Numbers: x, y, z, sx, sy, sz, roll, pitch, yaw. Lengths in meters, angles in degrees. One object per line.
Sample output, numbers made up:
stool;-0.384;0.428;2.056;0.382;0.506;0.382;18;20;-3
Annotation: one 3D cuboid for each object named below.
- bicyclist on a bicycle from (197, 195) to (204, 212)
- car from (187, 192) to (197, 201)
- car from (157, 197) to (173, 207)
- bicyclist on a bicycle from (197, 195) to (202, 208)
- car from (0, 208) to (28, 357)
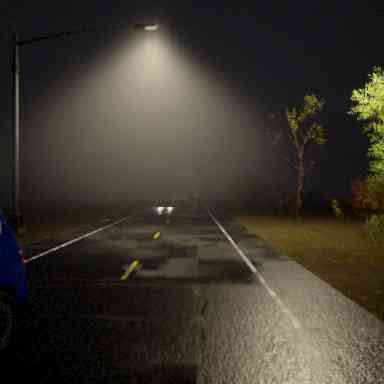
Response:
bicyclist on a bicycle;0.962;1.272;33.345;0.582;1.620;1.656;0;0;0
car;0.001;1.169;70.096;1.994;1.385;4.181;0;0;0
car;-3.582;1.319;44.906;1.994;1.385;4.181;0;0;0
bicyclist on a bicycle;0.962;1.222;42.389;0.582;1.620;1.656;0;0;0
car;-3.599;1.206;2.861;2.150;2.045;5.566;0;0;0
